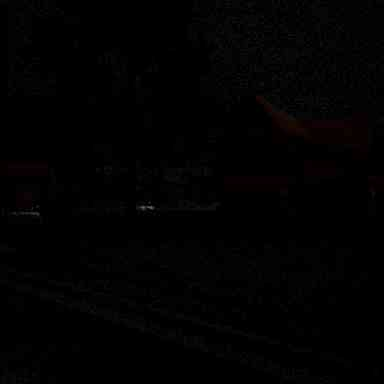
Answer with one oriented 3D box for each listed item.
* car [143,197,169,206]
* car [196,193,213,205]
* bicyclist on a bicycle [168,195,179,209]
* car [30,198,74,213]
[{"bbox_3d":[-5.622,1.535,52.564,1.837,1.490,4.892,0,0,34],"label":"car"},{"bbox_3d":[2.290,1.197,59.408,2.150,2.045,5.566,0,0,14],"label":"car"},{"bbox_3d":[-2.145,1.205,39.131,1.656,1.620,0.582,0,0,34],"label":"bicyclist on a bicycle"},{"bbox_3d":[-15.771,1.477,37.657,1.837,1.490,4.892,0,0,34],"label":"car"}]
